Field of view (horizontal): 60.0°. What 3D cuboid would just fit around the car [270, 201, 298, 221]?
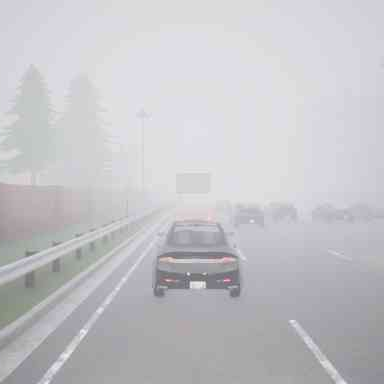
[{"bbox_3d":[7.126,1.515,27.071,1.837,1.490,4.892,0,1,0],"label":"car"}]

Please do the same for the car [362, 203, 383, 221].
[{"bbox_3d":[14.128,1.556,26.839,2.033,1.411,5.357,0,0,0],"label":"car"}]

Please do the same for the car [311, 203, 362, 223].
[{"bbox_3d":[10.616,1.533,25.247,1.812,1.442,4.674,0,0,0],"label":"car"}]

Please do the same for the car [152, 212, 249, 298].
[{"bbox_3d":[0.109,1.494,8.526,2.128,1.511,4.902,0,0,0],"label":"car"}]

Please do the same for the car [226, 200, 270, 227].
[{"bbox_3d":[3.622,1.511,22.547,1.837,1.490,4.892,0,0,0],"label":"car"}]

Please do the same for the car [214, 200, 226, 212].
[{"bbox_3d":[3.622,1.575,38.562,1.994,1.385,4.181,0,0,1],"label":"car"}]

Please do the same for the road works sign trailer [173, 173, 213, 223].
[{"bbox_3d":[0.080,0.471,22.882,2.380,3.560,2.880,0,0,0],"label":"road works sign trailer"}]
